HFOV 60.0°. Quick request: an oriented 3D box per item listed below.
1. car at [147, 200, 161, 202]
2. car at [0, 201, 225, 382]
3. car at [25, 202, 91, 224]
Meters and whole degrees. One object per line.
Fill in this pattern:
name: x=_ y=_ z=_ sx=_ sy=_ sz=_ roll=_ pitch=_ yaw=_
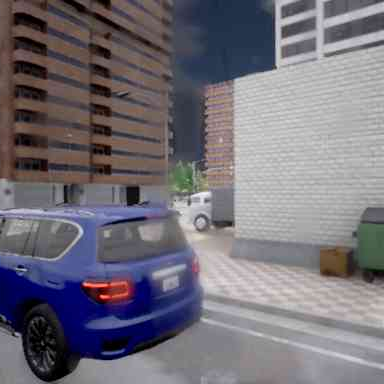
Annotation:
car: x=-4.648 y=1.647 z=36.446 sx=1.882 sy=1.535 sz=5.008 roll=0 pitch=0 yaw=36
car: x=-2.442 y=1.245 z=5.718 sx=5.566 sy=2.045 sz=2.150 roll=0 pitch=0 yaw=36
car: x=-10.967 y=1.675 z=27.594 sx=1.837 sy=1.490 sz=4.892 roll=0 pitch=0 yaw=35
